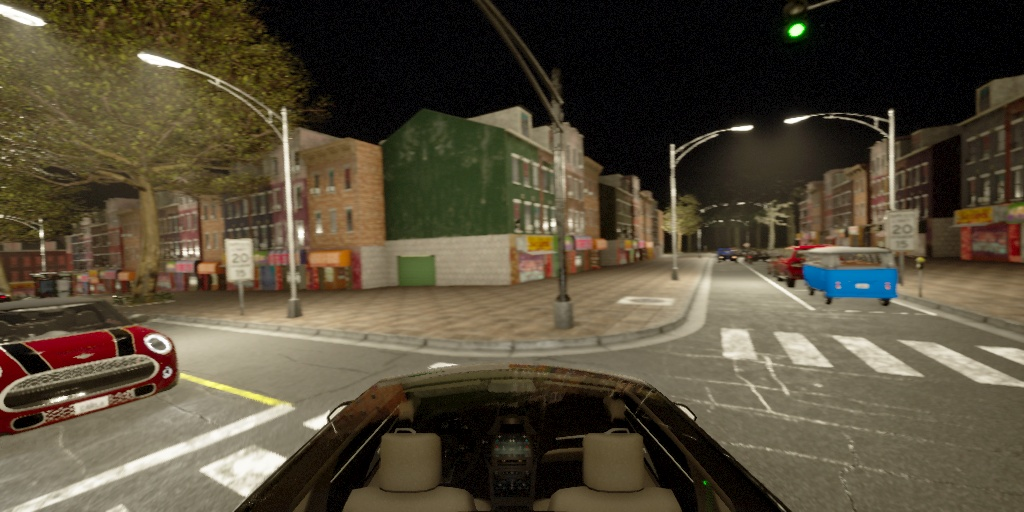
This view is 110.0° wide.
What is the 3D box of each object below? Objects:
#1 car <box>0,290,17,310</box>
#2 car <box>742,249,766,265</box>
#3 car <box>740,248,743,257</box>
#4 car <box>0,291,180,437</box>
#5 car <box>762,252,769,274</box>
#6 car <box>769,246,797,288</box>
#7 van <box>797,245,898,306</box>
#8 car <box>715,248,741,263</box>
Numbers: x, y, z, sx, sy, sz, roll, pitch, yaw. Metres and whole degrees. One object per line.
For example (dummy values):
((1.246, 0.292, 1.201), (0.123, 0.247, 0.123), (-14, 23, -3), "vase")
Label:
((-41.980, 3.602, 28.724), (4.902, 1.511, 2.128), (-4, 0, 30), "car")
((24.466, 0.098, 35.628), (2.007, 1.370, 4.403), (0, 0, 29), "car")
((27.124, -0.045, 40.334), (1.888, 1.381, 4.507), (0, 0, 29), "car")
((-7.594, 1.500, 5.890), (4.553, 1.767, 2.097), (-3, 1, 29), "car")
((16.493, 0.548, 21.511), (1.802, 1.307, 4.207), (0, 0, 29), "car")
((13.835, 0.423, 16.805), (2.192, 1.841, 5.009), (0, 0, 29), "car")
((11.178, 0.592, 12.099), (1.690, 1.789, 3.998), (0, 0, 29), "van")
((23.935, 0.107, 39.866), (1.895, 1.301, 4.718), (-1, 1, 29), "car")
